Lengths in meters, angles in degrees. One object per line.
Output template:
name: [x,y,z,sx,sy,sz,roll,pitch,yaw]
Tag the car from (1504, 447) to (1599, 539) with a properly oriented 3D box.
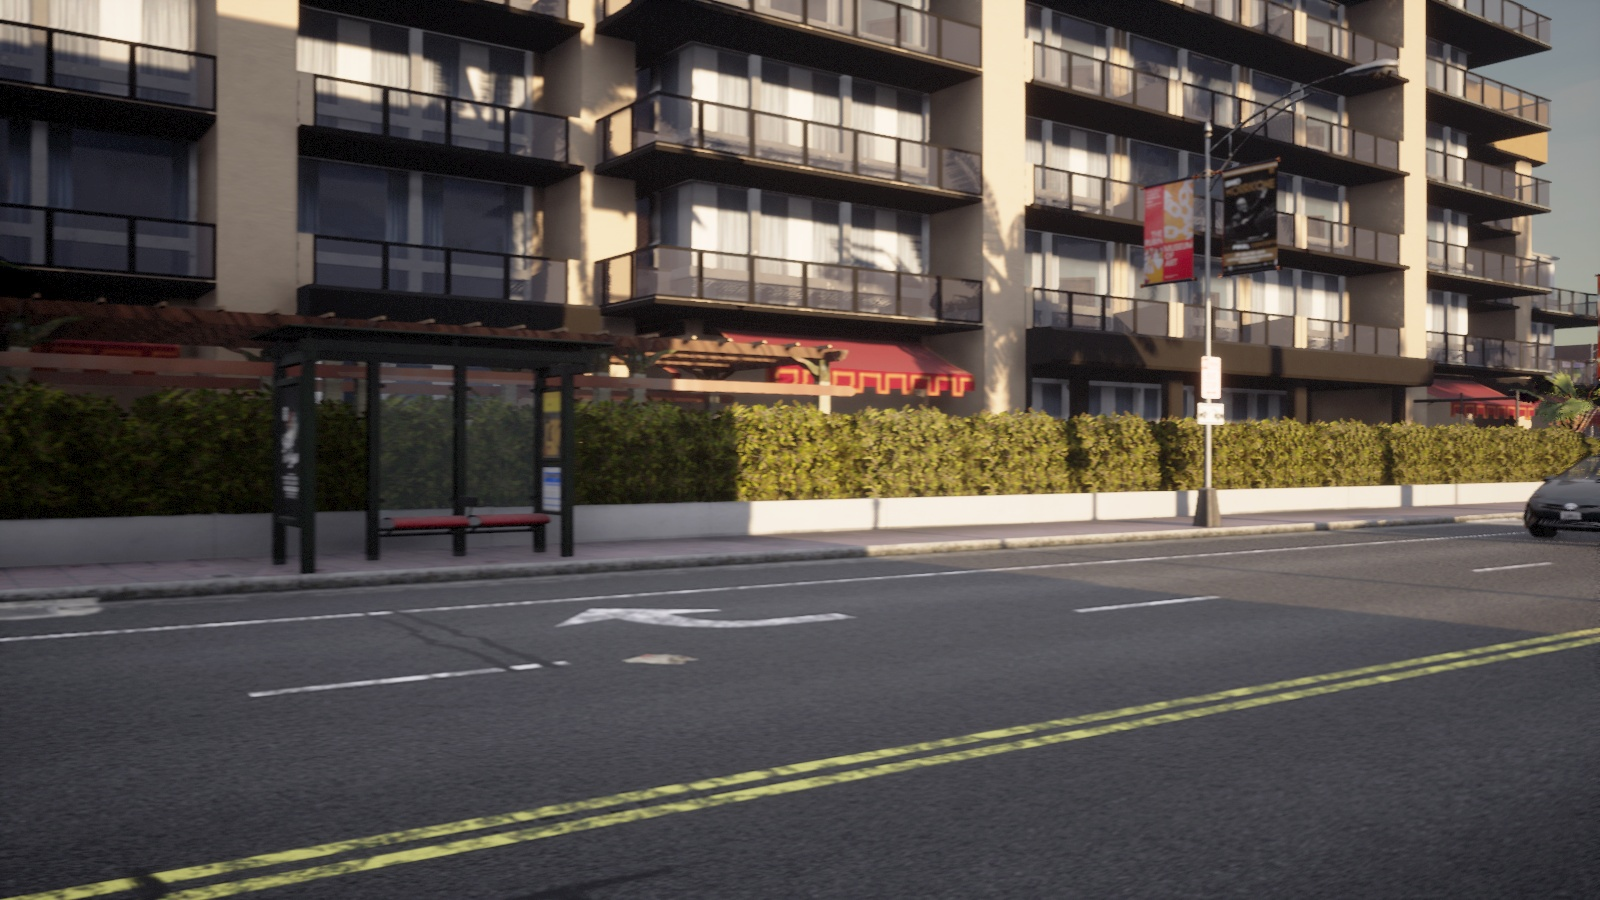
car: [14.762,0.715,22.462,4.514,1.525,2.007,0,0,-35]
